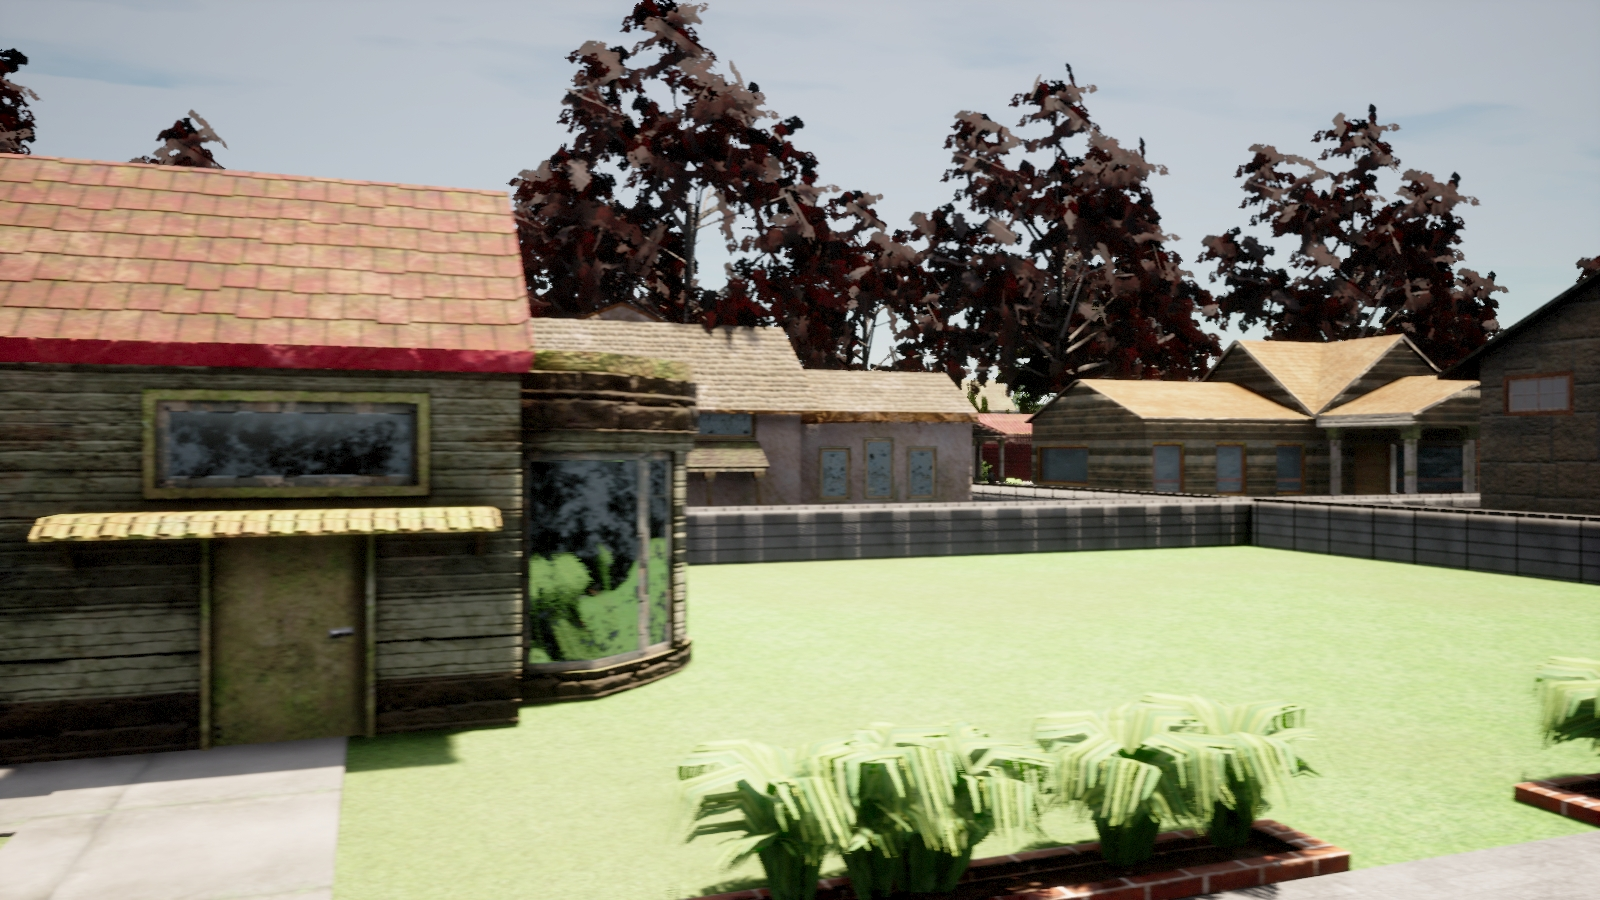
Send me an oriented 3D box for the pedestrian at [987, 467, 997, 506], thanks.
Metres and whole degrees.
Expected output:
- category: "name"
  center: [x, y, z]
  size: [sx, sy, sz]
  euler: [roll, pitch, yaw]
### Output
- category: "pedestrian"
  center: [9.209, 1.743, 54.711]
  size: [0.375, 1.860, 0.375]
  euler: [0, 0, -10]
